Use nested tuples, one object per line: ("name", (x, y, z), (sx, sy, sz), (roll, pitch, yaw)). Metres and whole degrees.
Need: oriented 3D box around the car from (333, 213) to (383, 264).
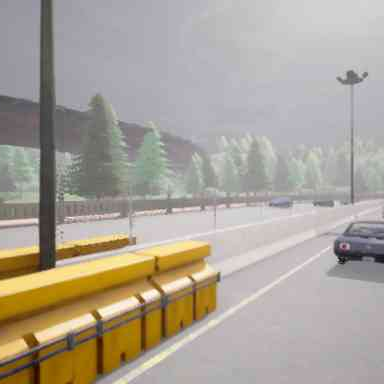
("car", (6.119, 1.573, 11.001), (1.895, 1.301, 4.718), (0, 0, 34))
